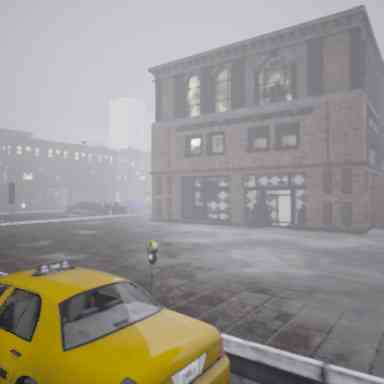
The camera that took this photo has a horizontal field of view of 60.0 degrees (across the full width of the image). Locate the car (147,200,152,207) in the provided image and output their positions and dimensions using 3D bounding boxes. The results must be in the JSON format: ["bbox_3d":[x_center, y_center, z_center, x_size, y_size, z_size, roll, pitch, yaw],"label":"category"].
[{"bbox_3d":[-6.321,1.929,56.492,2.008,1.369,4.403,-1,-1,35],"label":"car"}]

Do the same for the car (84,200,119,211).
[{"bbox_3d":[-12.774,1.846,47.311,1.752,1.417,4.829,-1,-1,35],"label":"car"}]

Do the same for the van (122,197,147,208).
[{"bbox_3d":[-9.500,1.690,51.973,1.690,1.788,3.998,-1,-1,35],"label":"van"}]

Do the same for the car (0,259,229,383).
[{"bbox_3d":[-1.904,1.543,4.233,4.829,1.417,1.752,0,0,36],"label":"car"}]

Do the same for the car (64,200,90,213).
[{"bbox_3d":[-13.595,1.790,41.629,1.837,1.490,4.892,0,0,35],"label":"car"}]

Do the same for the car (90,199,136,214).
[{"bbox_3d":[-8.954,1.803,38.082,1.887,1.381,4.507,-1,-1,35],"label":"car"}]
